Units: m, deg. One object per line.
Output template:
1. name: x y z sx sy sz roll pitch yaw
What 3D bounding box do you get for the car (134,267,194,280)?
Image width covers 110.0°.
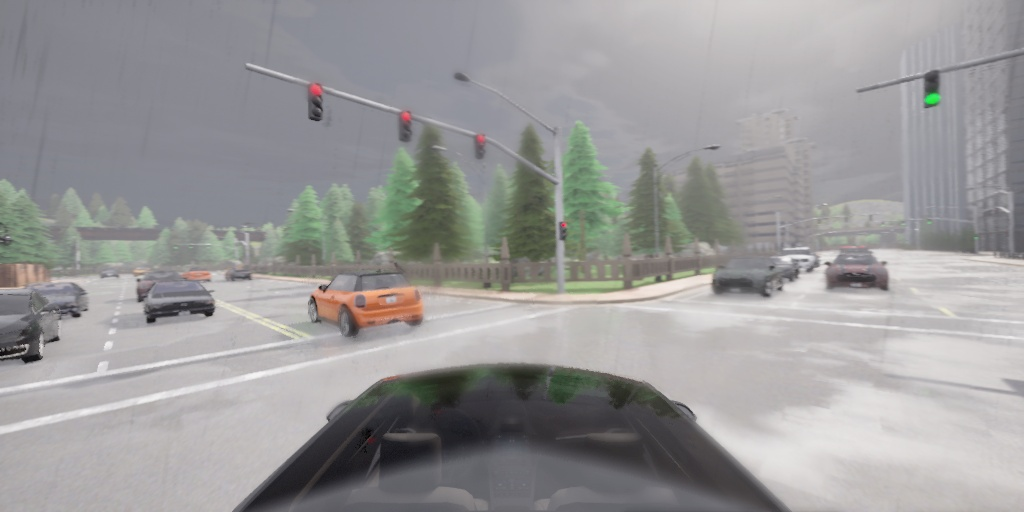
1. car: -20.605 1.646 21.157 4.553 1.767 2.097 -2 0 44

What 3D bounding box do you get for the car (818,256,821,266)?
1. car: 30.934 0.384 37.543 1.837 1.490 4.892 -2 0 43

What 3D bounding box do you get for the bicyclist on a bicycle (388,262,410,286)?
1. bicyclist on a bicycle: -7.566 1.238 23.914 0.582 1.620 1.656 -2 0 43

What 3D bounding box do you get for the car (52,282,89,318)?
1. car: -19.005 1.803 14.821 5.357 1.411 2.033 -2 0 44

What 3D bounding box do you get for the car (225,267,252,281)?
1. car: -31.448 2.063 41.177 4.902 1.511 2.128 -1 0 43

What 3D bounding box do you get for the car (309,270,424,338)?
1. car: -4.625 1.220 11.049 2.097 1.767 4.553 -2 0 -43

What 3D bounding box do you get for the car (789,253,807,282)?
1. car: 17.047 0.760 22.916 2.128 1.511 4.902 -2 0 43

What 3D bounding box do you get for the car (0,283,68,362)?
1. car: -11.922 1.573 8.144 4.892 1.490 1.837 -1 0 43

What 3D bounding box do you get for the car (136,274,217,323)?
1. car: -13.267 1.648 14.215 5.357 1.411 2.033 -2 0 43

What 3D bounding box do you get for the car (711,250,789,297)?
1. car: 10.851 0.795 16.457 4.553 1.767 2.097 -2 0 -44

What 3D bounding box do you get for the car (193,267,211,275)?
1. car: -34.704 2.013 39.430 4.553 1.767 2.097 -2 0 43

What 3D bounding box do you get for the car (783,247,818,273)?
1. car: 23.850 0.299 30.107 2.150 2.045 5.566 -2 0 44

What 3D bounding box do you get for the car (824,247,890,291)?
1. car: 16.502 0.640 17.239 2.097 1.767 4.553 -2 0 43

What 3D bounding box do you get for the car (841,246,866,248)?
1. car: 29.782 0.137 31.239 2.150 2.045 5.566 -2 0 44
